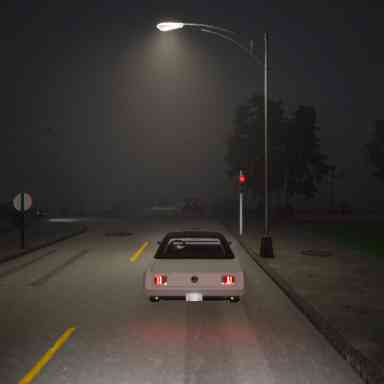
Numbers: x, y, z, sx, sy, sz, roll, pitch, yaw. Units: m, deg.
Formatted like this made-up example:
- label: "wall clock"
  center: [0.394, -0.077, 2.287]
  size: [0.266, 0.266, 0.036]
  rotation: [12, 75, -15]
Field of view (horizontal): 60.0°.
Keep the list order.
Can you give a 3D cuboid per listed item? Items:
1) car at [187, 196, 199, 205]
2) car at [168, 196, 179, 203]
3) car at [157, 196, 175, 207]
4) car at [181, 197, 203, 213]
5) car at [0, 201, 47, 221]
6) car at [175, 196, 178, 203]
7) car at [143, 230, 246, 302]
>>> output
- label: "car"
  center: [0.149, 1.547, 59.993]
  size: [2.033, 1.411, 5.357]
  rotation: [0, 0, 0]
- label: "car"
  center: [-3.943, 1.540, 70.105]
  size: [2.033, 1.411, 5.357]
  rotation: [0, 0, 0]
- label: "car"
  center: [-4.055, 1.505, 50.066]
  size: [1.837, 1.490, 4.892]
  rotation: [0, 0, 0]
- label: "car"
  center: [0.094, 1.352, 36.808]
  size: [2.097, 1.767, 4.553]
  rotation: [0, 0, 5]
- label: "car"
  center: [-14.030, 1.504, 26.311]
  size: [4.892, 1.490, 1.837]
  rotation: [0, 0, 0]
- label: "car"
  center: [-4.023, 1.547, 59.764]
  size: [2.033, 1.411, 5.357]
  rotation: [0, 0, 0]
- label: "car"
  center: [0.063, 1.601, 8.194]
  size: [1.895, 1.301, 4.718]
  rotation: [0, 0, 0]
